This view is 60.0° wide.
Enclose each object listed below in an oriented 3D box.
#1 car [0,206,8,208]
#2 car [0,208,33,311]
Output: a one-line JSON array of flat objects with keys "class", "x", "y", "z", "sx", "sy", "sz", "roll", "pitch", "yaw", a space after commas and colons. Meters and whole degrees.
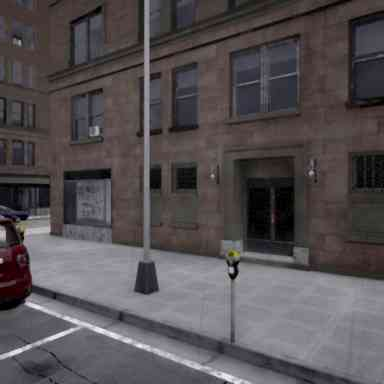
[{"class": "car", "x": -13.086, "y": 1.557, "z": 21.125, "sx": 1.895, "sy": 1.301, "sz": 4.718, "roll": 0, "pitch": 0, "yaw": 33}, {"class": "car", "x": -5.112, "y": 1.311, "z": 6.444, "sx": 5.009, "sy": 1.841, "sz": 2.192, "roll": 0, "pitch": 0, "yaw": 35}]
